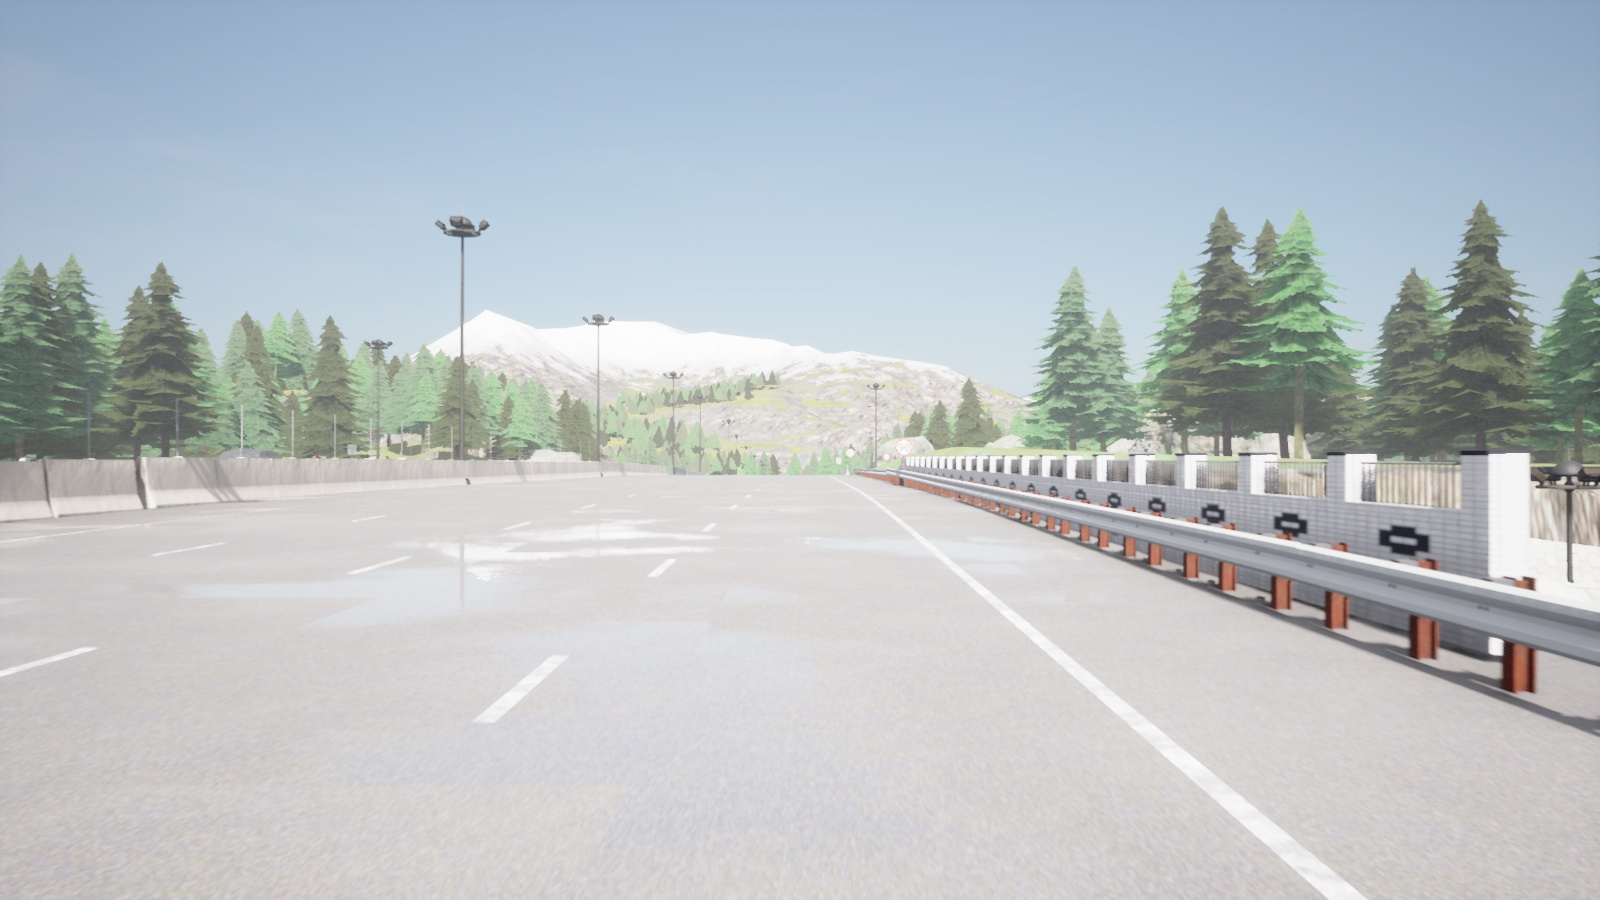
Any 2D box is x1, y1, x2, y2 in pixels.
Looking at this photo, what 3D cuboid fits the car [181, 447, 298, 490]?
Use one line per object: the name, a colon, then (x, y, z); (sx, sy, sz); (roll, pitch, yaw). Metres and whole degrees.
car: (-20.719, 0.672, 46.665); (2.163, 1.488, 4.792); (0, -1, 0)
